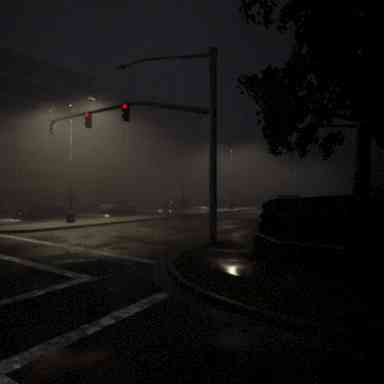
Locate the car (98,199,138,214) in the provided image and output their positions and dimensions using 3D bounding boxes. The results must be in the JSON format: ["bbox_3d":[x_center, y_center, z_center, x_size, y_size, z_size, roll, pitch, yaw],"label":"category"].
[{"bbox_3d":[-7.856,1.508,35.611,1.812,1.442,4.674,0,0,36],"label":"car"}]

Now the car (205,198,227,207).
[{"bbox_3d":[3.751,1.548,51.508,1.994,1.385,4.181,0,0,36],"label":"car"}]

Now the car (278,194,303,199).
[{"bbox_3d":[10.739,1.214,35.323,2.150,2.045,5.566,0,0,36],"label":"car"}]

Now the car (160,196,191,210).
[{"bbox_3d":[-2.107,1.336,43.494,2.097,1.767,4.553,0,0,36],"label":"car"}]

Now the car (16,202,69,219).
[{"bbox_3d":[-12.865,1.548,28.742,1.994,1.385,4.181,0,0,36],"label":"car"}]
